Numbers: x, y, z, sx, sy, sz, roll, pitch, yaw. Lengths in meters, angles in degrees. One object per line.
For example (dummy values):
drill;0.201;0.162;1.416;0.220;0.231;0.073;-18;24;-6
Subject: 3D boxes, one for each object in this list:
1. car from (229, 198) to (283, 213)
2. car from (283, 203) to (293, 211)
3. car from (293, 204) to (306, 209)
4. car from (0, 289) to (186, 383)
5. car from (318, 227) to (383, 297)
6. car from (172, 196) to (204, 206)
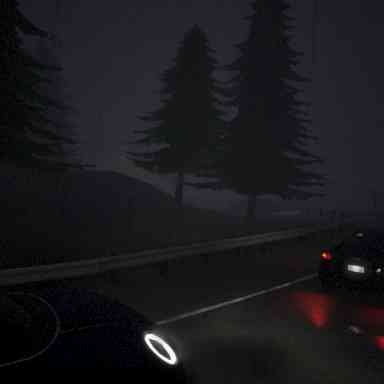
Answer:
car;6.750;1.549;36.654;5.357;1.411;2.033;0;0;35
car;8.933;1.506;39.401;4.892;1.490;1.837;0;0;35
car;13.017;1.600;45.088;4.718;1.301;1.895;0;0;35
car;-2.251;1.351;2.429;4.553;1.767;2.097;0;0;-36
car;4.908;1.564;8.243;4.181;1.385;1.994;0;0;-42
car;-0.393;1.455;54.403;4.892;1.490;1.837;0;0;35
